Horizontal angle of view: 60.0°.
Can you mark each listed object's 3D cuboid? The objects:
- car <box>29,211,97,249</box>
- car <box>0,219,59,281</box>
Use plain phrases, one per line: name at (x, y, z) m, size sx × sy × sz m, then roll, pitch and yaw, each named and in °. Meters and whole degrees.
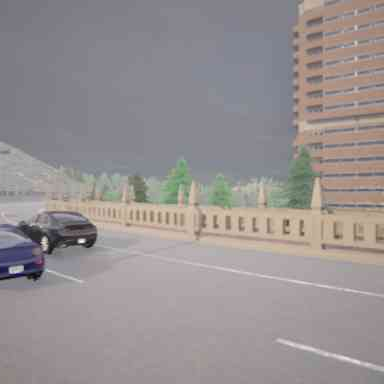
car at (-5.773, 1.538, 13.843) m, size 4.892 × 1.490 × 1.837 m, roll 0°, pitch 0°, yaw 44°
car at (-5.600, 1.543, 8.870) m, size 4.674 × 1.442 × 1.812 m, roll 0°, pitch 0°, yaw 42°
